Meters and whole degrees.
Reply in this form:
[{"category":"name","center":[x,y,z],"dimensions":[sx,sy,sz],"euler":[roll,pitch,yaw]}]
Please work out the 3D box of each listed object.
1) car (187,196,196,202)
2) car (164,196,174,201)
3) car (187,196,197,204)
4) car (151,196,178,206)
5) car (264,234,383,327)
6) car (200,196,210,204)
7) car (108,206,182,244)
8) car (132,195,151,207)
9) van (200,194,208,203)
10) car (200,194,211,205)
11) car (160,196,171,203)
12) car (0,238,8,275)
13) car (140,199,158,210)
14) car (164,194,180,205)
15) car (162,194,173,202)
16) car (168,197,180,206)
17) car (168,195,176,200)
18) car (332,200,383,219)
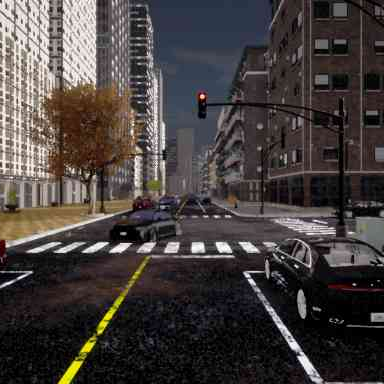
[{"category":"car","center":[-0.067,1.625,78.919],"dimensions":[1.994,1.385,4.181],"euler":[0,0,0]},{"category":"car","center":[-5.763,1.632,83.489],"dimensions":[2.008,1.369,4.403],"euler":[0,0,0]},{"category":"car","center":[0.042,1.610,63.907],"dimensions":[1.994,1.385,4.181],"euler":[0,0,0]},{"category":"car","center":[-3.133,1.512,38.486],"dimensions":[2.128,1.511,4.902],"euler":[0,0,0]},{"category":"car","center":[2.682,1.551,6.925],"dimensions":[2.008,1.369,4.403],"euler":[0,0,0]},{"category":"car","center":[2.632,1.578,67.097],"dimensions":[1.752,1.417,4.829],"euler":[0,0,0]},{"category":"car","center":[-2.109,1.567,15.839],"dimensions":[1.994,1.385,4.181],"euler":[0,0,24]},{"category":"car","center":[-5.726,1.336,39.306],"dimensions":[2.192,1.841,5.009],"euler":[0,0,0]},{"category":"van","center":[2.627,1.402,72.451],"dimensions":[1.690,1.788,3.998],"euler":[0,0,0]},{"category":"car","center":[2.637,1.610,61.404],"dimensions":[1.947,1.339,4.313],"euler":[0,0,0]},{"category":"car","center":[-5.753,1.627,72.444],"dimensions":[1.947,1.339,4.313],"euler":[0,0,0]},{"category":"car","center":[-5.698,1.545,6.918],"dimensions":[1.887,1.381,4.507],"euler":[0,0,0]},{"category":"car","center":[-5.730,1.592,44.829],"dimensions":[1.947,1.339,4.313],"euler":[0,0,0]},{"category":"car","center":[-3.137,1.382,48.364],"dimensions":[2.097,1.767,4.553],"euler":[0,0,0]},{"category":"car","center":[-5.758,1.385,77.966],"dimensions":[2.192,1.841,5.009],"euler":[0,0,0]},{"category":"car","center":[-3.130,1.642,58.435],"dimensions":[1.895,1.301,4.718],"euler":[0,0,0]},{"category":"car","center":[-5.772,1.654,94.535],"dimensions":[2.008,1.369,4.403],"euler":[0,0,0]},{"category":"car","center":[13.403,1.350,26.340],"dimensions":[4.403,1.369,2.008],"euler":[-1,1,-1]}]
